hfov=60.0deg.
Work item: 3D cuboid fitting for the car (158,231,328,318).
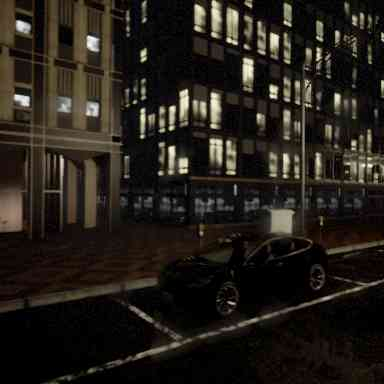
[{"bbox_3d":[1.322,1.602,7.503,4.313,1.339,1.947,0,0,-36],"label":"car"}]
